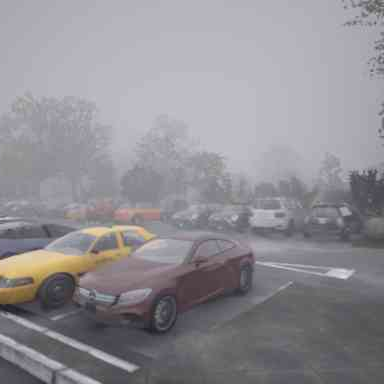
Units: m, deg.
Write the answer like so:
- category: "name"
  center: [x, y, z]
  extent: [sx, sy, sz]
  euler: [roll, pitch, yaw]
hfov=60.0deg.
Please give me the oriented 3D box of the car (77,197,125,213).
- category: "car"
  center: [-6.153, 1.424, 27.552]
  extent: [2.435, 2.045, 5.566]
  euler: [0, 0, 36]

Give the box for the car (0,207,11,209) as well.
- category: "car"
  center: [-11.439, 1.658, 15.201]
  extent: [2.231, 1.521, 4.892]
  euler: [0, 0, 36]

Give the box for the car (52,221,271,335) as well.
- category: "car"
  center: [-0.240, 1.610, 7.181]
  extent: [2.002, 1.452, 4.674]
  euler: [0, -1, 36]

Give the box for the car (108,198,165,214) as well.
- category: "car"
  center: [-3.825, 1.531, 25.806]
  extent: [2.185, 1.767, 4.553]
  euler: [0, 0, 36]

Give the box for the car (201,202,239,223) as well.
- category: "car"
  center: [2.895, 1.479, 21.054]
  extent: [2.185, 1.767, 4.553]
  euler: [0, 0, 36]

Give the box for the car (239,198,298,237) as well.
- category: "car"
  center: [5.256, 1.335, 19.355]
  extent: [2.435, 2.045, 5.566]
  euler: [0, 0, 36]

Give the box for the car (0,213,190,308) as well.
- category: "car"
  center: [-2.502, 1.583, 8.559]
  extent: [1.946, 1.575, 5.366]
  euler: [0, 0, 36]

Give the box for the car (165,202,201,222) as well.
- category: "car"
  center: [0.634, 1.496, 22.679]
  extent: [2.185, 1.767, 4.553]
  euler: [0, 0, 36]

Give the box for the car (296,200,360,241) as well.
- category: "car"
  center: [7.484, 1.443, 17.680]
  extent: [2.185, 1.767, 4.553]
  euler: [0, 0, 36]

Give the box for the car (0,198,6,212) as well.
- category: "car"
  center: [-26.442, 1.697, 42.057]
  extent: [2.185, 1.767, 4.553]
  euler: [0, 0, 36]

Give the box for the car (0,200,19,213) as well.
- category: "car"
  center: [-24.158, 1.807, 40.461]
  extent: [2.097, 1.535, 5.008]
  euler: [0, 0, 36]

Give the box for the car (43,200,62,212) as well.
- category: "car"
  center: [-10.587, 1.709, 30.710]
  extent: [2.097, 1.535, 5.008]
  euler: [0, 0, 36]

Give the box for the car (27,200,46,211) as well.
- category: "car"
  center: [-12.870, 1.756, 32.307]
  extent: [2.163, 1.488, 4.792]
  euler: [0, 0, 36]

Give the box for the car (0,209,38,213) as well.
- category: "car"
  center: [-9.191, 1.669, 13.558]
  extent: [2.163, 1.488, 4.792]
  euler: [0, 0, 36]

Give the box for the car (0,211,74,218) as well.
- category: "car"
  center: [-6.913, 1.662, 11.960]
  extent: [2.002, 1.452, 4.674]
  euler: [0, 0, 36]

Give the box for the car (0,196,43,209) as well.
- category: "car"
  center: [-17.357, 1.635, 35.607]
  extent: [2.185, 1.767, 4.553]
  euler: [0, 0, 36]

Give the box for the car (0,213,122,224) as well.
- category: "car"
  center: [-4.637, 1.633, 10.358]
  extent: [2.163, 1.488, 4.792]
  euler: [0, 0, 36]

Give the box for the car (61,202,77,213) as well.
- category: "car"
  center: [-8.322, 1.690, 29.304]
  extent: [1.946, 1.575, 5.366]
  euler: [0, 0, 36]
